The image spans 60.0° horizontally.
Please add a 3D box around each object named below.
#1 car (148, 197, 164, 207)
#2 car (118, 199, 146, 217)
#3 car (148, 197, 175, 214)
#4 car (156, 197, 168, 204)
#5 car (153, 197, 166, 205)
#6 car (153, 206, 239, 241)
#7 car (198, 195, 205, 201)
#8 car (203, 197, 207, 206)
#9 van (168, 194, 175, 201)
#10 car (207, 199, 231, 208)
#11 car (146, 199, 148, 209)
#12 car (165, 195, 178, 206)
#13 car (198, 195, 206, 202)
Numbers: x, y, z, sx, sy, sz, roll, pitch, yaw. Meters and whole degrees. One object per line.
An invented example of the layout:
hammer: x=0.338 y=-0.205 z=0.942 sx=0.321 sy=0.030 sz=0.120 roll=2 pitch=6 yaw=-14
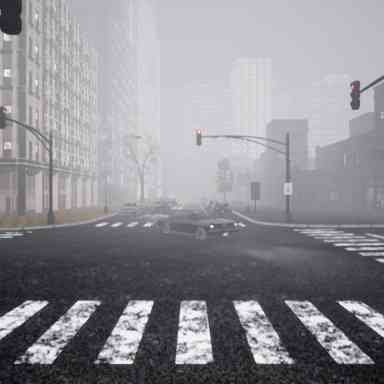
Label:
car: x=-5.720 y=1.570 z=53.019 sx=2.008 sy=1.369 sz=4.403 roll=0 pitch=0 yaw=0
car: x=-5.707 y=1.588 z=30.855 sx=1.802 sy=1.307 sz=4.206 roll=0 pitch=0 yaw=0
car: x=-3.118 y=1.572 z=34.872 sx=1.994 sy=1.385 sz=4.181 roll=0 pitch=0 yaw=0
car: x=-5.727 y=1.595 z=64.101 sx=1.947 sy=1.339 sz=4.313 roll=0 pitch=0 yaw=0
car: x=-5.724 y=1.589 z=58.559 sx=1.947 sy=1.339 sz=4.313 roll=0 pitch=0 yaw=0
car: x=0.178 y=1.602 z=16.838 sx=1.895 sy=1.301 sz=4.718 roll=0 pitch=0 yaw=-37
car: x=2.637 y=1.631 z=91.810 sx=1.947 sy=1.339 sz=4.313 roll=0 pitch=0 yaw=0
car: x=2.667 y=1.594 z=41.942 sx=1.802 sy=1.307 sz=4.206 roll=0 pitch=0 yaw=0
van: x=-5.743 y=1.406 z=91.805 sx=1.690 sy=1.788 sz=3.998 roll=0 pitch=0 yaw=0
car: x=2.674 y=1.551 z=30.860 sx=1.887 sy=1.381 sz=4.507 roll=0 pitch=0 yaw=0
car: x=-5.714 y=1.538 z=41.767 sx=1.752 sy=1.417 sz=4.829 roll=0 pitch=0 yaw=0
car: x=-3.119 y=1.581 z=50.875 sx=1.994 sy=1.385 sz=4.181 roll=0 pitch=0 yaw=0
car: x=2.647 y=1.594 z=75.187 sx=2.008 sy=1.369 sz=4.403 roll=0 pitch=0 yaw=0
